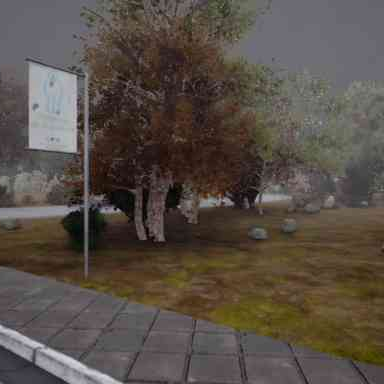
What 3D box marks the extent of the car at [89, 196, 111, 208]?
[{"bbox_3d":[-11.612,1.186,47.241,2.150,2.045,5.566,0,0,38],"label":"car"}]
